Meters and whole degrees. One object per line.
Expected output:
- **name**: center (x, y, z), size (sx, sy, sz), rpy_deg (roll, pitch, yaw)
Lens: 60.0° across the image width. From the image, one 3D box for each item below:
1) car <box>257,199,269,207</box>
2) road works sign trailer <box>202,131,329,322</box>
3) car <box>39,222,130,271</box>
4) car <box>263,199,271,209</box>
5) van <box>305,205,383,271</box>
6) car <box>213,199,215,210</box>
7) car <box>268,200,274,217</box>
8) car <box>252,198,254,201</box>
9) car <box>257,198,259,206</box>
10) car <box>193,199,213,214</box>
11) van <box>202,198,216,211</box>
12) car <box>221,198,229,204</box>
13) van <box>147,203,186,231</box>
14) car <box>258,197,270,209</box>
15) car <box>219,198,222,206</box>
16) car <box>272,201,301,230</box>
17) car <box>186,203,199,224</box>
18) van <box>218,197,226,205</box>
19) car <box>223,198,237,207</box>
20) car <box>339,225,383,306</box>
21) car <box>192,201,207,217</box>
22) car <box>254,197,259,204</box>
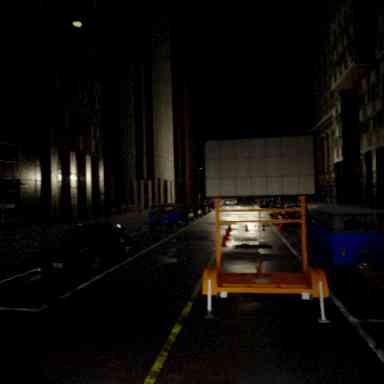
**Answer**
- **car**: center (12.878, 1.951, 60.634), size (1.887, 1.381, 4.507), rpy_deg (-2, -1, 9)
- **road works sign trailer**: center (1.487, 0.516, 7.365), size (2.380, 3.560, 2.880), rpy_deg (-2, -1, 9)
- **car**: center (-3.592, 1.798, 11.891), size (1.947, 1.339, 4.313), rpy_deg (-2, -1, 9)
- **car**: center (8.403, 1.735, 32.811), size (2.008, 1.369, 4.403), rpy_deg (-2, -1, 9)
- **van**: center (4.817, 1.348, 10.554), size (1.690, 1.788, 3.998), rpy_deg (-2, -1, 9)
- **car**: center (1.777, 2.043, 45.282), size (1.887, 1.381, 4.507), rpy_deg (-2, -1, 9)
- **car**: center (7.535, 1.666, 27.414), size (1.752, 1.417, 4.829), rpy_deg (-2, -1, 9)
- **car**: center (15.560, 1.980, 77.328), size (1.967, 1.590, 4.097), rpy_deg (-2, -1, 9)
- **car**: center (11.089, 1.883, 49.504), size (1.947, 1.339, 4.313), rpy_deg (-2, -1, 9)
- **car**: center (0.876, 1.769, 39.719), size (2.192, 1.841, 5.009), rpy_deg (-2, -1, 9)
- **van**: center (2.667, 1.883, 50.849), size (1.690, 1.788, 3.998), rpy_deg (-2, -1, 9)
- **car**: center (8.938, 2.407, 89.801), size (2.008, 1.369, 4.403), rpy_deg (-2, -1, 9)
- **van**: center (-1.809, 1.662, 23.024), size (1.690, 1.788, 3.998), rpy_deg (-2, -1, 9)
- **car**: center (10.190, 1.713, 43.941), size (1.967, 1.590, 4.097), rpy_deg (-2, -1, 9)
- **car**: center (3.565, 2.027, 56.413), size (1.967, 1.590, 4.097), rpy_deg (-2, -1, 9)
- **car**: center (6.610, 1.535, 21.683), size (1.967, 1.590, 4.097), rpy_deg (-2, -1, 9)
- **car**: center (-0.907, 1.931, 28.586), size (1.947, 1.339, 4.313), rpy_deg (-2, -1, 9)
- **van**: center (7.142, 2.106, 78.674), size (1.690, 1.788, 3.998), rpy_deg (-2, -1, 9)
- **car**: center (7.750, 1.938, 65.045), size (2.097, 1.767, 4.553), rpy_deg (-2, -1, 9)
- **car**: center (3.955, 1.489, 5.156), size (1.752, 1.417, 4.829), rpy_deg (-2, -1, 9)
- **car**: center (-0.012, 1.975, 34.151), size (1.947, 1.339, 4.313), rpy_deg (-2, -1, 9)
- **car**: center (11.977, 1.676, 55.072), size (2.192, 1.841, 5.009), rpy_deg (-2, -1, 9)
